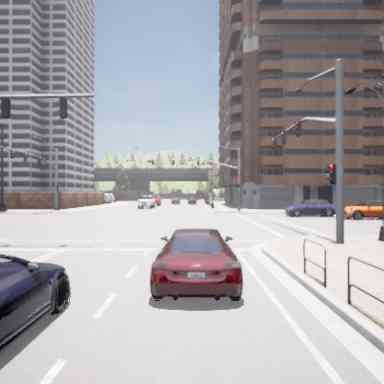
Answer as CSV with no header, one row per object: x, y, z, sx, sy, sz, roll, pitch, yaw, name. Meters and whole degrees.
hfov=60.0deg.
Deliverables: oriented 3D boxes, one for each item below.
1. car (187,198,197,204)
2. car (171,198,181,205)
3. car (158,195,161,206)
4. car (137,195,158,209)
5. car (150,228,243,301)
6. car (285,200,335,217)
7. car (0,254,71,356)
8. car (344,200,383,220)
0.032,1.964,73.024,2.128,1.511,4.902,0,0,0,car
-3.436,1.973,71.563,2.033,1.411,5.357,0,0,0,car
-7.032,1.595,62.199,2.150,2.045,5.566,0,0,1,car
-7.072,1.533,51.779,2.150,2.045,5.566,0,0,0,car
0.118,1.616,8.543,1.994,1.385,4.181,0,0,1,car
11.556,1.550,32.830,4.553,1.767,2.097,0,0,2,car
-3.432,1.595,5.016,1.994,1.385,4.181,0,0,0,car
15.530,1.529,29.247,4.553,1.767,2.097,0,0,0,car
